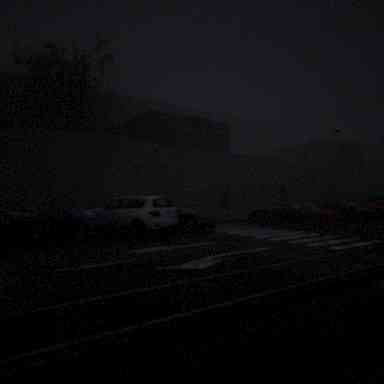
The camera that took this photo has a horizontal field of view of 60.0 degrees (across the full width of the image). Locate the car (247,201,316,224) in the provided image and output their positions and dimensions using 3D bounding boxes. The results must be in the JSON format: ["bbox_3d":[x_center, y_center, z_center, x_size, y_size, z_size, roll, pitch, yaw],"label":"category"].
[{"bbox_3d":[6.435,1.574,24.886,4.674,1.452,2.002,-1,-1,35],"label":"car"}]

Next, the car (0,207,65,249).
[{"bbox_3d":[-8.141,1.488,14.511,4.892,1.521,2.231,-1,-1,35],"label":"car"}]

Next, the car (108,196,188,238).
[{"bbox_3d":[-3.314,1.242,17.990,5.566,2.045,2.435,-1,-1,35],"label":"car"}]

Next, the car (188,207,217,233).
[{"bbox_3d":[-0.857,1.502,19.714,4.892,1.521,2.231,-1,-1,34],"label":"car"}]

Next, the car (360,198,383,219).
[{"bbox_3d":[13.879,1.584,29.975,5.366,1.575,1.946,-1,-1,35],"label":"car"}]

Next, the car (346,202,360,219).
[{"bbox_3d":[11.268,1.599,28.362,4.792,1.488,2.163,-1,-1,35],"label":"car"}]

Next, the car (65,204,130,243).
[{"bbox_3d":[-5.716,1.489,16.252,5.008,1.535,2.097,-1,-1,35],"label":"car"}]

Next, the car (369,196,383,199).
[{"bbox_3d":[18.610,1.497,33.520,4.553,1.767,2.185,-1,-1,35],"label":"car"}]

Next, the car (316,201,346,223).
[{"bbox_3d":[9.017,1.545,26.516,5.366,1.575,1.946,-1,-1,35],"label":"car"}]
